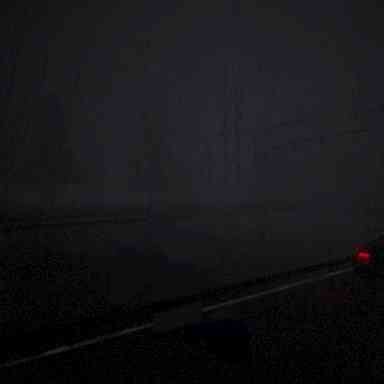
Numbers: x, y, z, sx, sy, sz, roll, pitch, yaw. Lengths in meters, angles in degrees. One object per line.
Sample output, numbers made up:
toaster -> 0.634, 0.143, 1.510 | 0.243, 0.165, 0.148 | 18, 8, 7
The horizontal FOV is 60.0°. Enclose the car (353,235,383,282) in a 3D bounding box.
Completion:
car -> 6.126, 1.401, 8.188 | 5.357, 1.411, 2.033 | -1, 1, -35
